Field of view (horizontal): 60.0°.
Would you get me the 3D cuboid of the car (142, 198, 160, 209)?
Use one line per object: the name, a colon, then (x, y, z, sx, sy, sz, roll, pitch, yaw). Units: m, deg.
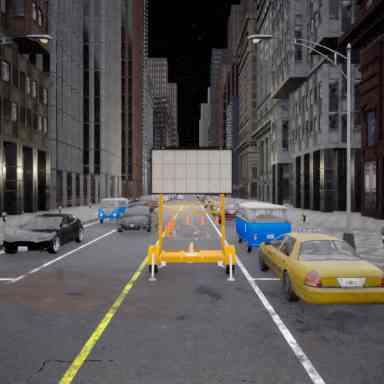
car: (-5.782, 1.551, 47.336, 1.887, 1.381, 4.507, 0, 0, 0)

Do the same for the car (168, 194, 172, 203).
car: (-5.791, 1.450, 69.883, 1.967, 1.590, 4.097, 0, 0, 0)

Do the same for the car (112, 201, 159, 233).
car: (-3.107, 1.506, 19.637, 1.837, 1.490, 4.892, 0, 0, 0)

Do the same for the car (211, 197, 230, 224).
car: (2.750, 1.442, 24.804, 1.967, 1.590, 4.097, 0, 0, 0)

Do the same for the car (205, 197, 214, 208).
car: (2.747, 1.555, 36.077, 2.008, 1.369, 4.403, 0, 0, 0)

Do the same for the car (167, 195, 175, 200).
car: (-5.799, 1.568, 92.429, 2.008, 1.369, 4.403, 0, 0, 0)

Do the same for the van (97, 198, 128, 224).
van: (-5.775, 1.343, 24.789, 1.690, 1.788, 3.998, 0, 0, 0)

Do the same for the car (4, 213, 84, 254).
car: (-5.770, 1.566, 13.516, 1.947, 1.339, 4.313, 0, 0, 0)

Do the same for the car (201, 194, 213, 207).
car: (2.742, 1.446, 47.349, 1.967, 1.590, 4.097, 0, 0, 0)

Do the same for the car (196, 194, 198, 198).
car: (2.730, 1.453, 81.167, 1.967, 1.590, 4.097, 0, 0, 0)

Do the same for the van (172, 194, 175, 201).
van: (-5.796, 1.354, 81.156, 1.690, 1.788, 3.998, 0, 0, 0)

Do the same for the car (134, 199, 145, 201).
car: (-5.776, 1.569, 30.426, 1.947, 1.339, 4.313, 0, 0, 0)

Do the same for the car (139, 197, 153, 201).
car: (-5.778, 1.570, 36.063, 1.947, 1.339, 4.313, 0, 0, 0)

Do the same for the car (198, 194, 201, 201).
car: (2.738, 1.323, 58.622, 2.192, 1.841, 5.009, 0, 0, 0)

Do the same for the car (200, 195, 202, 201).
car: (2.741, 1.573, 52.986, 1.947, 1.339, 4.313, 0, 0, 0)

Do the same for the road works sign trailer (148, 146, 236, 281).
road works sign trailer: (-0.004, 0.464, 9.846, 2.380, 3.560, 2.880, 0, 0, 0)

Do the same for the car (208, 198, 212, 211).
car: (2.749, 1.528, 30.610, 1.752, 1.417, 4.829, 0, 0, 0)

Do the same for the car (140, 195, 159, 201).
car: (-5.781, 1.320, 41.699, 2.192, 1.841, 5.009, 0, 0, 0)

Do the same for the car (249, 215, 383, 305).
car: (2.757, 1.525, 8.065, 1.752, 1.417, 4.829, 0, 0, 0)

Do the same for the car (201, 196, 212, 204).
car: (2.736, 1.554, 64.259, 1.887, 1.381, 4.507, 0, 0, 0)

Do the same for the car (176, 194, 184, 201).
car: (-3.032, 1.540, 86.948, 1.812, 1.442, 4.674, 0, 0, 0)

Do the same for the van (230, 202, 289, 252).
van: (2.754, 1.342, 13.531, 1.690, 1.788, 3.998, 0, 0, 0)

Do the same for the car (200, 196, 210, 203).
car: (2.734, 1.576, 69.895, 1.947, 1.339, 4.313, 0, 0, 0)

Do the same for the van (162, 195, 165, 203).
van: (-5.785, 1.348, 52.973, 1.690, 1.788, 3.998, 0, 0, 0)

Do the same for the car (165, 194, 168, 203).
car: (-5.787, 1.448, 58.610, 1.967, 1.590, 4.097, 0, 0, 0)
